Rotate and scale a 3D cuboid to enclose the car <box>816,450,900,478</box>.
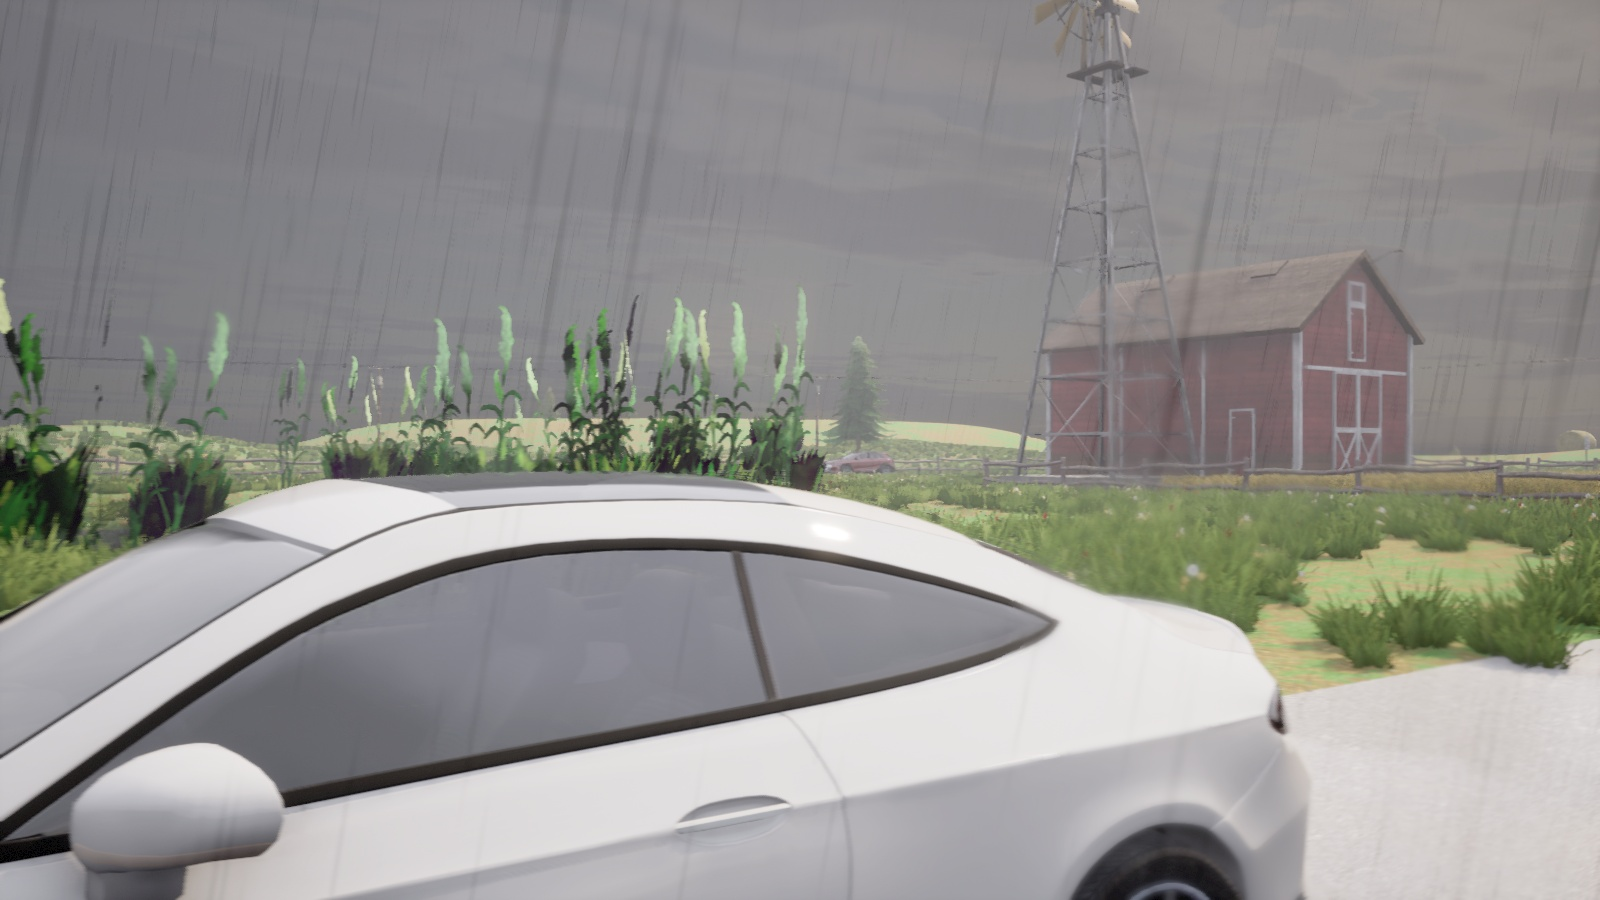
[{"bbox_3d":[3.632,0.860,78.542,4.856,1.649,2.033,0,0,-29],"label":"car"}]

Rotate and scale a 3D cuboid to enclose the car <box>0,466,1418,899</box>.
[{"bbox_3d":[-0.889,0.779,2.552,4.674,1.442,1.812,0,0,-35],"label":"car"}]
